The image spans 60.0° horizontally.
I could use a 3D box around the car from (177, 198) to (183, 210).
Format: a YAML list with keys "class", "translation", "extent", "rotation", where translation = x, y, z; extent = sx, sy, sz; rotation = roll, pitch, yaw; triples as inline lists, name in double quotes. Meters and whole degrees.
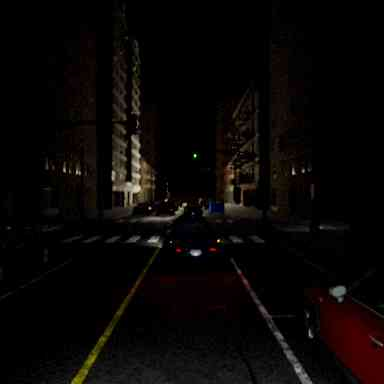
- class: "car"
  translation: [-2.802, 1.884, 46.176]
  extent: [2.033, 1.411, 5.357]
  rotation: [0, 0, 1]

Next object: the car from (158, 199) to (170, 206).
- class: "car"
  translation: [-5.393, 2.029, 64.671]
  extent: [1.947, 1.339, 4.313]
  rotation: [0, 0, 0]

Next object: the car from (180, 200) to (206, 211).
- class: "car"
  translation: [0.099, 1.759, 31.952]
  extent: [1.812, 1.442, 4.674]
  rotation: [0, 0, 0]

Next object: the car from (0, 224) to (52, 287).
- class: "car"
  translation: [-5.389, 1.619, 9.181]
  extent: [2.008, 1.369, 4.403]
  rotation: [0, 0, 0]

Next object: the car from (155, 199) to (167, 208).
- class: "car"
  translation: [-5.393, 1.950, 58.819]
  extent: [1.752, 1.417, 4.829]
  rotation: [0, 0, 0]

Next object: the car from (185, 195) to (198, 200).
- class: "car"
  translation: [-0.006, 1.827, 66.371]
  extent: [2.097, 1.767, 4.553]
  rotation: [0, 0, 0]

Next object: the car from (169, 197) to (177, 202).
- class: "car"
  translation: [-5.396, 2.090, 93.080]
  extent: [1.967, 1.590, 4.097]
  rotation: [0, 0, 0]

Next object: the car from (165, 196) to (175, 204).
- class: "car"
  translation: [-5.395, 1.890, 81.717]
  extent: [2.192, 1.841, 5.009]
  rotation: [0, 0, 0]

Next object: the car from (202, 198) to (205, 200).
- class: "car"
  translation: [2.633, 1.929, 47.633]
  extent: [1.802, 1.307, 4.206]
  rotation: [0, 0, 0]

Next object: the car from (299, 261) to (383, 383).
- class: "car"
  translation: [2.636, 1.468, 3.673]
  extent: [1.967, 1.590, 4.097]
  rotation: [0, 0, 0]

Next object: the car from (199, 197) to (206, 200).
- class: "car"
  translation: [2.632, 2.008, 58.996]
  extent: [1.802, 1.307, 4.206]
  rotation: [0, 0, 0]

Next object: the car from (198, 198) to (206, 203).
- class: "car"
  translation: [2.630, 2.164, 87.402]
  extent: [2.008, 1.369, 4.403]
  rotation: [0, 0, 0]

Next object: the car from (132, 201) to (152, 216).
- class: "car"
  translation: [-5.391, 1.815, 36.262]
  extent: [2.008, 1.369, 4.403]
  rotation: [0, 0, 0]

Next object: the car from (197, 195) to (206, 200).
- class: "car"
  translation: [2.632, 1.779, 64.679]
  extent: [2.192, 1.841, 5.009]
  rotation: [0, 0, 0]

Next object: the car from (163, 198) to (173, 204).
- class: "car"
  translation: [-5.394, 2.104, 76.034]
  extent: [1.947, 1.339, 4.313]
  rotation: [0, 0, 0]

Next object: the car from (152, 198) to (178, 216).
- class: "car"
  translation: [-2.839, 1.742, 36.270]
  extent: [1.882, 1.535, 5.008]
  rotation: [0, 0, 0]

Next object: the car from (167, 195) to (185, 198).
- class: "car"
  translation: [-2.755, 1.632, 56.691]
  extent: [2.150, 2.045, 5.566]
  rotation: [0, 0, 0]

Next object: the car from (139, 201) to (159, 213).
- class: "car"
  translation: [-5.392, 1.850, 41.943]
  extent: [1.887, 1.381, 4.507]
  rotation: [0, 0, 0]

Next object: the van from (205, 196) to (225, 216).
- class: "van"
  translation: [2.634, 1.606, 36.273]
  extent: [1.690, 1.788, 3.998]
  rotation: [0, 0, 0]

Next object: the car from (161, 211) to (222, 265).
- class: "car"
  translation: [-0.112, 1.614, 11.993]
  extent: [1.812, 1.442, 4.674]
  rotation: [0, 0, -6]

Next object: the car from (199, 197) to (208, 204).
- class: "car"
  translation: [2.631, 1.978, 76.040]
  extent: [1.967, 1.590, 4.097]
  rotation: [0, 0, 0]
